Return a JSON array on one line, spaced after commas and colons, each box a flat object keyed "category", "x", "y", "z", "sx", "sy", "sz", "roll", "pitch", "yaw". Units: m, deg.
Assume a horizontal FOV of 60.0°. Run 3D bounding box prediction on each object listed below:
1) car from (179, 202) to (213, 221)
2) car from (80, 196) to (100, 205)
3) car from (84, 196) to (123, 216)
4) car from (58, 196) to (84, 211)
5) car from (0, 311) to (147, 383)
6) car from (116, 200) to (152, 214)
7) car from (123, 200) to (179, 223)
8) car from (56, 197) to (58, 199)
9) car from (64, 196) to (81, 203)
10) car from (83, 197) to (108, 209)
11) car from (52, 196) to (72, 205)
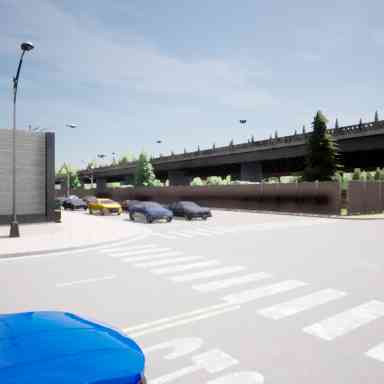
[{"category": "car", "x": -0.607, "y": 1.492, "z": 27.380, "sx": 2.033, "sy": 1.411, "sz": 5.357, "roll": 0, "pitch": 0, "yaw": -36}, {"category": "car", "x": -17.819, "y": 1.422, "z": 57.828, "sx": 1.882, "sy": 1.535, "sz": 5.008, "roll": 0, "pitch": 0, "yaw": -36}, {"category": "car", "x": -8.575, "y": 1.422, "z": 32.515, "sx": 1.882, "sy": 1.535, "sz": 5.008, "roll": 0, "pitch": 0, "yaw": -36}, {"category": "car", "x": -14.270, "y": 1.492, "z": 40.495, "sx": 2.033, "sy": 1.411, "sz": 5.357, "roll": 0, "pitch": 0, "yaw": -35}, {"category": "car", "x": -2.633, "y": 1.478, "z": 1.896, "sx": 5.008, "sy": 1.535, "sz": 1.882, "roll": 0, "pitch": 0, "yaw": -36}, {"category": "car", "x": -6.192, "y": 1.545, "z": 35.205, "sx": 1.895, "sy": 1.301, "sz": 4.718, "roll": 0, "pitch": 0, "yaw": -35}, {"category": "car", "x": -3.209, "y": 1.470, "z": 25.009, "sx": 1.812, "sy": 1.442, "sz": 4.674, "roll": 0, "pitch": 0, "yaw": -36}, {"category": "car", "x": -20.053, "y": 1.508, "z": 48.619, "sx": 1.994, "sy": 1.385, "sz": 4.181, "roll": 0, "pitch": 0, "yaw": -35}, {"category": "car", "x": -23.745, "y": 1.469, "z": 65.948, "sx": 1.812, "sy": 1.442, "sz": 4.674, "roll": 0, "pitch": 0, "yaw": -36}, {"category": "car", "x": -13.071, "y": 1.471, "z": 44.863, "sx": 1.812, "sy": 1.442, "sz": 4.674, "roll": 0, "pitch": 0, "yaw": -35}, {"category": "car", "x": -23.258, "y": 1.499, "z": 59.247, "sx": 2.033, "sy": 1.411, "sz": 5.357, "roll": 0, "pitch": 0, "yaw": -36}]
